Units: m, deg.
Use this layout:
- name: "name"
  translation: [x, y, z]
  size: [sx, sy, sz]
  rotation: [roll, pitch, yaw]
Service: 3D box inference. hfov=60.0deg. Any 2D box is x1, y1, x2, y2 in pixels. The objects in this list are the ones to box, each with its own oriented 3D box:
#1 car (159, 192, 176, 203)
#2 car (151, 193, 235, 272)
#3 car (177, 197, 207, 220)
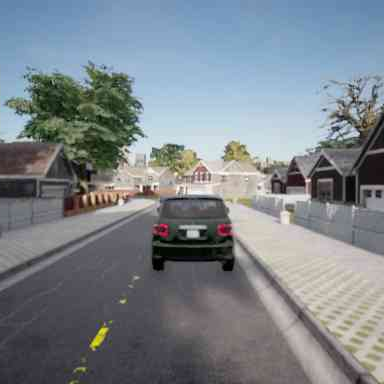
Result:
- name: "car"
  translation: [-3.728, 0.815, 50.083]
  size: [2.033, 1.411, 5.357]
  rotation: [0, 1, -10]
- name: "car"
  translation: [0.046, 1.062, 10.445]
  size: [2.150, 2.045, 5.566]
  rotation: [0, 0, 0]
- name: "car"
  translation: [0.045, 1.176, 25.377]
  size: [2.033, 1.411, 5.357]
  rotation: [0, 1, 0]
